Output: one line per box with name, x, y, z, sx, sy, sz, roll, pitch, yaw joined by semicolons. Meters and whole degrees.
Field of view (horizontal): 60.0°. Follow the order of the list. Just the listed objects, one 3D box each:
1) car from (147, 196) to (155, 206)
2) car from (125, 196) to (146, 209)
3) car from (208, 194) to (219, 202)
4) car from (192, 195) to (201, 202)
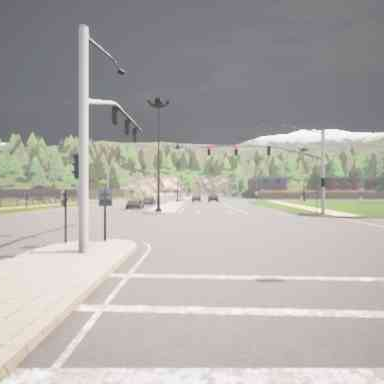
car;-7.350;1.481;55.611;2.128;1.511;4.902;0;0;1
car;-7.532;1.518;44.168;1.812;1.442;4.674;0;0;1
car;4.438;1.176;69.925;2.097;1.767;4.553;0;0;1
car;0.939;1.346;70.004;2.128;1.511;4.902;0;0;1
